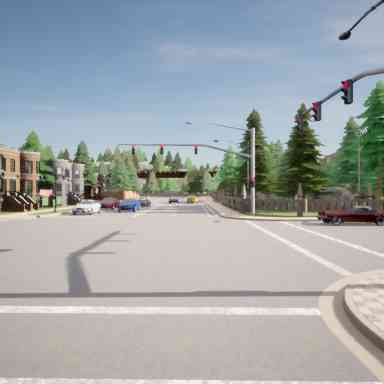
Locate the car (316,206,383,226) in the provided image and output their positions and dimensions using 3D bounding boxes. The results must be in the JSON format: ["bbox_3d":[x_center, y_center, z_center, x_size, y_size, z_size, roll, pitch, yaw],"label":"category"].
[{"bbox_3d":[11.142,1.601,22.901,4.718,1.301,1.895,0,0,2],"label":"car"}]

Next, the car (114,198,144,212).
[{"bbox_3d":[-7.172,1.478,38.363,1.882,1.535,5.008,0,0,0],"label":"car"}]

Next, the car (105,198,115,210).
[{"bbox_3d":[-10.674,1.478,43.076,1.882,1.535,5.008,0,0,0],"label":"car"}]

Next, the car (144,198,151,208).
[{"bbox_3d":[-7.164,1.564,48.350,1.994,1.385,4.181,0,0,0],"label":"car"}]

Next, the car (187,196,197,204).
[{"bbox_3d":[-0.031,1.478,64.917,1.882,1.535,5.008,0,0,0],"label":"car"}]

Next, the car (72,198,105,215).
[{"bbox_3d":[-10.664,1.526,34.023,1.812,1.442,4.674,0,0,0],"label":"car"}]

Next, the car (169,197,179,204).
[{"bbox_3d":[-3.531,1.601,65.200,1.895,1.301,4.718,0,0,0],"label":"car"}]
